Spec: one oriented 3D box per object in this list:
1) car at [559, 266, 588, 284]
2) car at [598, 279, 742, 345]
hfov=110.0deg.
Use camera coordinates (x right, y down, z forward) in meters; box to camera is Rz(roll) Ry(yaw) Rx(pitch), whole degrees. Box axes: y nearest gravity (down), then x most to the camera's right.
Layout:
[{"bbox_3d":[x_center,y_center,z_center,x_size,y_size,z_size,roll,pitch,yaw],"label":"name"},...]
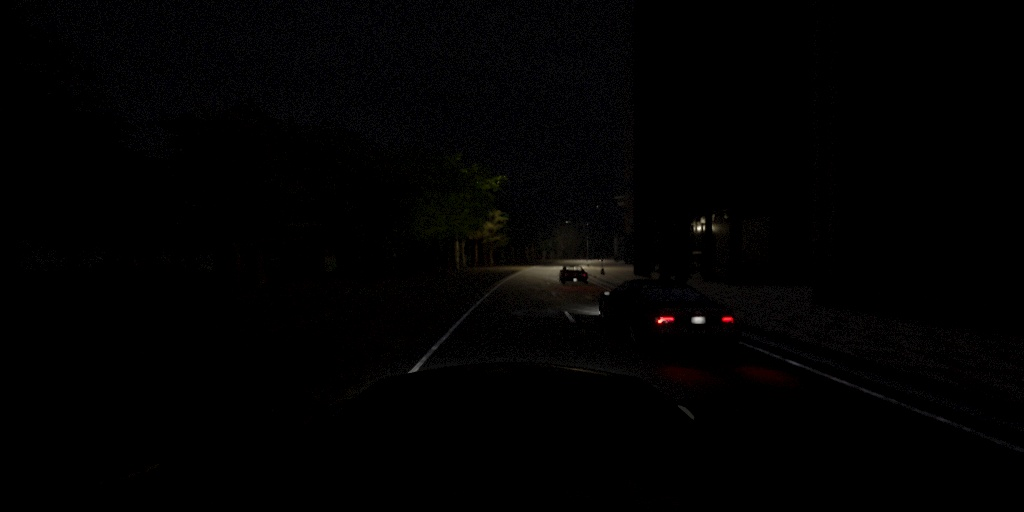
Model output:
[{"bbox_3d":[4.671,1.409,27.764,1.895,1.301,4.718,0,0,4],"label":"car"},{"bbox_3d":[3.714,1.316,9.549,2.033,1.411,5.357,0,0,1],"label":"car"}]
